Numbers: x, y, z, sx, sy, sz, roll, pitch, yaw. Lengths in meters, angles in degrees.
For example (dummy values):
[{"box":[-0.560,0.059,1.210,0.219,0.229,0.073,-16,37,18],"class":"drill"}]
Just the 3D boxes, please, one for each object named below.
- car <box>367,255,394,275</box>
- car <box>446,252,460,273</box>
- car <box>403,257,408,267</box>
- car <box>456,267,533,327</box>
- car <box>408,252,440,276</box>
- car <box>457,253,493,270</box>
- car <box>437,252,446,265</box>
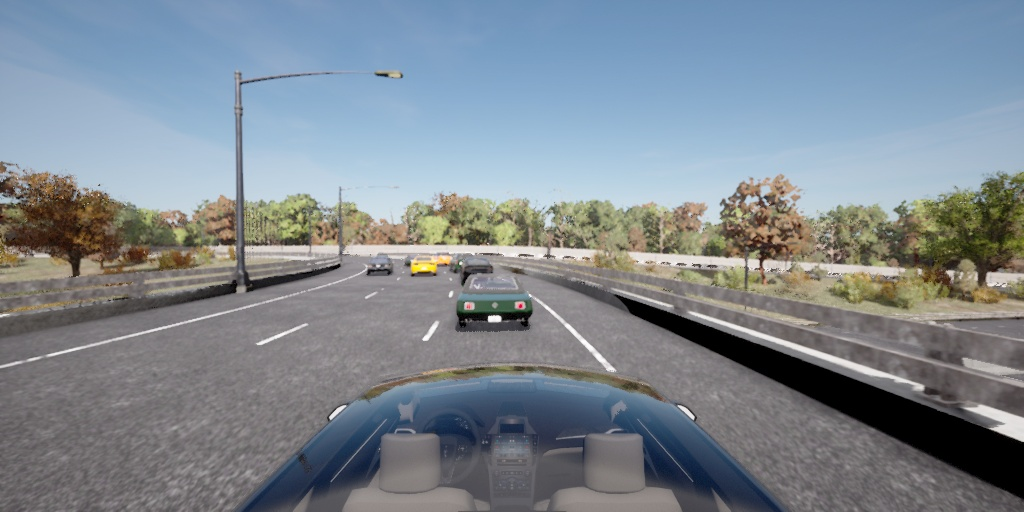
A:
[{"box":[-10.949,0.770,29.939,2.033,1.411,5.357,0,1,-16],"class":"car"},{"box":[-4.435,0.520,32.289,2.097,1.767,4.553,0,1,-16],"class":"car"},{"box":[-11.977,0.530,43.433,1.994,1.385,4.181,-1,1,-22],"class":"car"},{"box":[-0.586,1.177,10.796,1.895,1.301,4.718,0,1,-5],"class":"car"},{"box":[-7.089,0.716,28.884,1.882,1.535,5.008,0,1,-14],"class":"car"},{"box":[-2.315,0.821,23.041,1.882,1.535,5.008,0,1,-11],"class":"car"},{"box":[-8.894,0.280,45.103,2.097,1.767,4.553,-1,1,-22],"class":"car"}]
